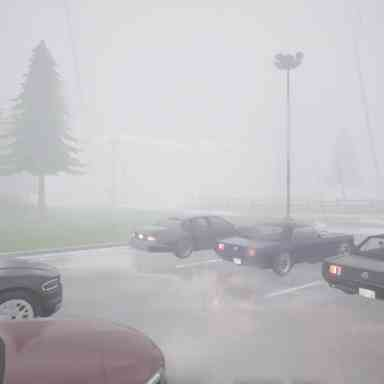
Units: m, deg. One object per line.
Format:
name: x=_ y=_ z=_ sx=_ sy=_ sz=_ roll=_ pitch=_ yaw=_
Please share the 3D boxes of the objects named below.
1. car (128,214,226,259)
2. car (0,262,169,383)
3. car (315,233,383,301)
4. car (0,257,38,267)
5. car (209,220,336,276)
car: x=0.315 y=1.547 z=12.695 sx=5.357 sy=1.411 sz=2.033 roll=0 pitch=0 yaw=-35
car: x=-2.326 y=1.526 z=2.087 sx=4.674 sy=1.442 sz=1.812 roll=0 pitch=0 yaw=-36
car: x=5.080 y=1.601 z=7.485 sx=4.718 sy=1.301 sz=1.895 roll=0 pitch=0 yaw=-35
car: x=-4.532 y=1.478 z=4.814 sx=5.008 sy=1.535 sz=1.882 roll=0 pitch=0 yaw=-36
car: x=3.060 y=1.601 z=10.344 sx=4.718 sy=1.301 sz=1.895 roll=0 pitch=0 yaw=-35
